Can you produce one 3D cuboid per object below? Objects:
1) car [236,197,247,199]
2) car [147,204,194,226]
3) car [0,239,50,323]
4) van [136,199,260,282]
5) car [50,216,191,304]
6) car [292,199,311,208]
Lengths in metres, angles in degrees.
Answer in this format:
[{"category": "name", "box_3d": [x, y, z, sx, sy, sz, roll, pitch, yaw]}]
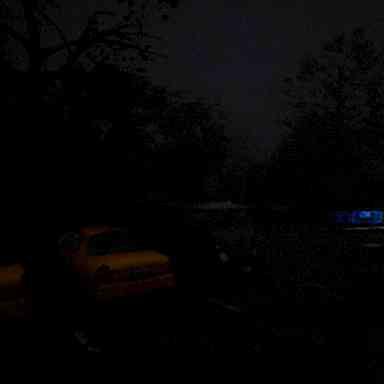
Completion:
[{"category": "car", "box_3d": [9.128, 1.580, 62.033, 1.895, 1.301, 4.718, 0, -1, -6]}, {"category": "car", "box_3d": [-1.943, 1.902, 28.655, 1.812, 1.442, 4.674, -2, 2, -35]}, {"category": "car", "box_3d": [-4.596, 1.476, 6.762, 1.946, 1.575, 5.366, 0, 0, -36]}, {"category": "van", "box_3d": [0.008, 1.271, 9.705, 1.878, 1.987, 4.442, 0, 0, -36]}, {"category": "car", "box_3d": [-2.437, 1.481, 8.317, 1.946, 1.575, 5.366, 0, 0, -36]}, {"category": "car", "box_3d": [16.703, 1.722, 47.683, 1.882, 1.535, 5.008, -2, 2, -35]}]
